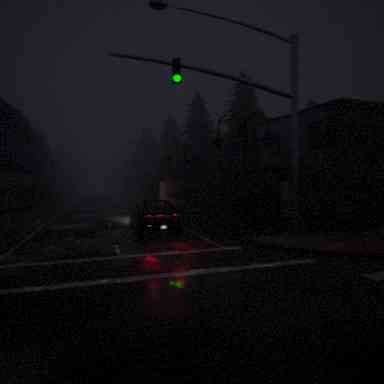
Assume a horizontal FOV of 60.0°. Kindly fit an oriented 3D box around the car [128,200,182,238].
[{"bbox_3d":[-1.789,1.107,15.328,2.128,1.511,4.902,-1,2,-16],"label":"car"}]
